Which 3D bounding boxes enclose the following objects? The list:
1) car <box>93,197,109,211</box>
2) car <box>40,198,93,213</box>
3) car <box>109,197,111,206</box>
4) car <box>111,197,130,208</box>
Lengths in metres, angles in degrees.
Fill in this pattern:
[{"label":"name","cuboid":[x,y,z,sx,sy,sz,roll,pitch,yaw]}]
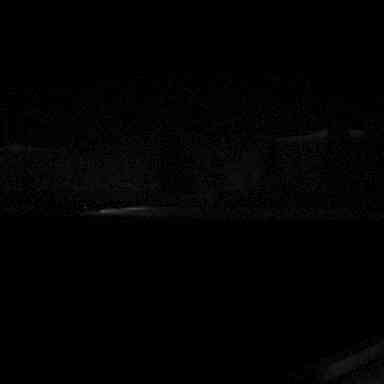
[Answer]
[{"label":"car","cuboid":[-12.269,1.460,38.525,4.181,1.385,1.994,0,0,10]},{"label":"car","cuboid":[-13.552,1.394,35.201,4.902,1.511,2.128,0,0,10]},{"label":"car","cuboid":[-13.240,1.486,42.260,4.718,1.301,1.895,0,0,10]},{"label":"car","cuboid":[-10.733,1.407,45.362,4.674,1.442,1.812,0,0,10]}]
